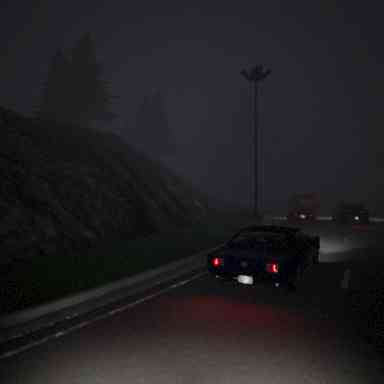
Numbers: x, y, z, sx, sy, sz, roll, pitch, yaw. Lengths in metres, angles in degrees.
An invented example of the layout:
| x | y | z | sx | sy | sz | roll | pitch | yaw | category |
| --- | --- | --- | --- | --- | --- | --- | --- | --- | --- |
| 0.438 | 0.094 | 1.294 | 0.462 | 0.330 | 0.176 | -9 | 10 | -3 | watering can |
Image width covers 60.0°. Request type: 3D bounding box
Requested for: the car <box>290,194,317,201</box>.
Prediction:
| x | y | z | sx | sy | sz | roll | pitch | yaw | category |
| --- | --- | --- | --- | --- | --- | --- | --- | --- | --- |
| 13.169 | 1.195 | 39.728 | 2.150 | 2.045 | 5.566 | 0 | 0 | 1 | car |

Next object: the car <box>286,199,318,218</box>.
| x | y | z | sx | sy | sz | roll | pitch | yaw | category |
| --- | --- | --- | --- | --- | --- | --- | --- | --- | --- |
| 8.166 | 1.509 | 25.097 | 1.812 | 1.442 | 4.674 | 0 | 0 | 13 | car |

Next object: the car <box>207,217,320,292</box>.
| x | y | z | sx | sy | sz | roll | pitch | yaw | category |
| --- | --- | --- | --- | --- | --- | --- | --- | --- | --- |
| 2.234 | 1.594 | 9.099 | 1.895 | 1.301 | 4.718 | 0 | 0 | 29 | car |

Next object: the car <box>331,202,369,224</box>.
| x | y | z | sx | sy | sz | roll | pitch | yaw | category |
| --- | --- | --- | --- | --- | --- | --- | --- | --- | --- |
| 11.546 | 1.488 | 24.486 | 1.837 | 1.490 | 4.892 | 0 | 0 | 14 | car |
